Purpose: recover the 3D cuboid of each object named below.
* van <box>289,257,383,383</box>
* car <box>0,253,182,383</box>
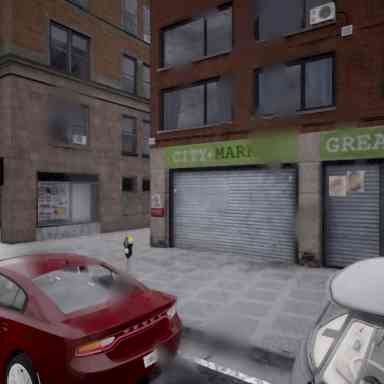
[{"bbox_3d":[2.387,1.341,1.375,3.998,1.788,1.690,0,0,35],"label":"van"},{"bbox_3d":[-2.223,1.544,4.660,4.507,1.381,1.887,0,0,35],"label":"car"}]
